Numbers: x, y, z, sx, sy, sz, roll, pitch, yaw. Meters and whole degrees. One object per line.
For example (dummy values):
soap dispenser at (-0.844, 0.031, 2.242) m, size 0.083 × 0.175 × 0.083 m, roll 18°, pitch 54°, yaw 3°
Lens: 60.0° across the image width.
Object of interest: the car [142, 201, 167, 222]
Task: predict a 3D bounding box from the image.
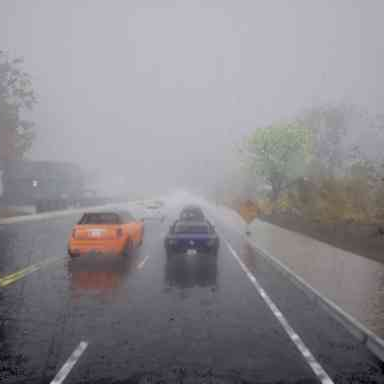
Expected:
car at (-3.231, 1.779, 28.914) m, size 1.812 × 1.442 × 4.674 m, roll 0°, pitch 0°, yaw 0°

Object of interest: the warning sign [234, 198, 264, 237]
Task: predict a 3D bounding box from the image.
warning sign at (2.877, 1.268, 16.932) m, size 1.300 × 1.860 × 1.060 m, roll 2°, pitch 1°, yaw 0°

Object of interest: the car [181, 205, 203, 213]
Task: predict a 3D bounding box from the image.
car at (0.017, 1.816, 28.545) m, size 1.994 × 1.385 × 4.181 m, roll 0°, pitch 0°, yaw 1°

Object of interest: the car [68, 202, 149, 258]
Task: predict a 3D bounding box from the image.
car at (-3.230, 1.471, 13.391) m, size 2.097 × 1.767 × 4.553 m, roll 0°, pitch -1°, yaw 0°

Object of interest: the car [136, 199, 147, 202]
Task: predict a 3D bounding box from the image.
car at (-9.777, 2.034, 65.268) m, size 1.882 × 1.535 × 5.008 m, roll 0°, pitch 0°, yaw 0°

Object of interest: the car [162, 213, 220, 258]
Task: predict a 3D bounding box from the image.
car at (0.016, 1.720, 13.226) m, size 1.895 × 1.301 × 4.718 m, roll 0°, pitch 0°, yaw 0°
